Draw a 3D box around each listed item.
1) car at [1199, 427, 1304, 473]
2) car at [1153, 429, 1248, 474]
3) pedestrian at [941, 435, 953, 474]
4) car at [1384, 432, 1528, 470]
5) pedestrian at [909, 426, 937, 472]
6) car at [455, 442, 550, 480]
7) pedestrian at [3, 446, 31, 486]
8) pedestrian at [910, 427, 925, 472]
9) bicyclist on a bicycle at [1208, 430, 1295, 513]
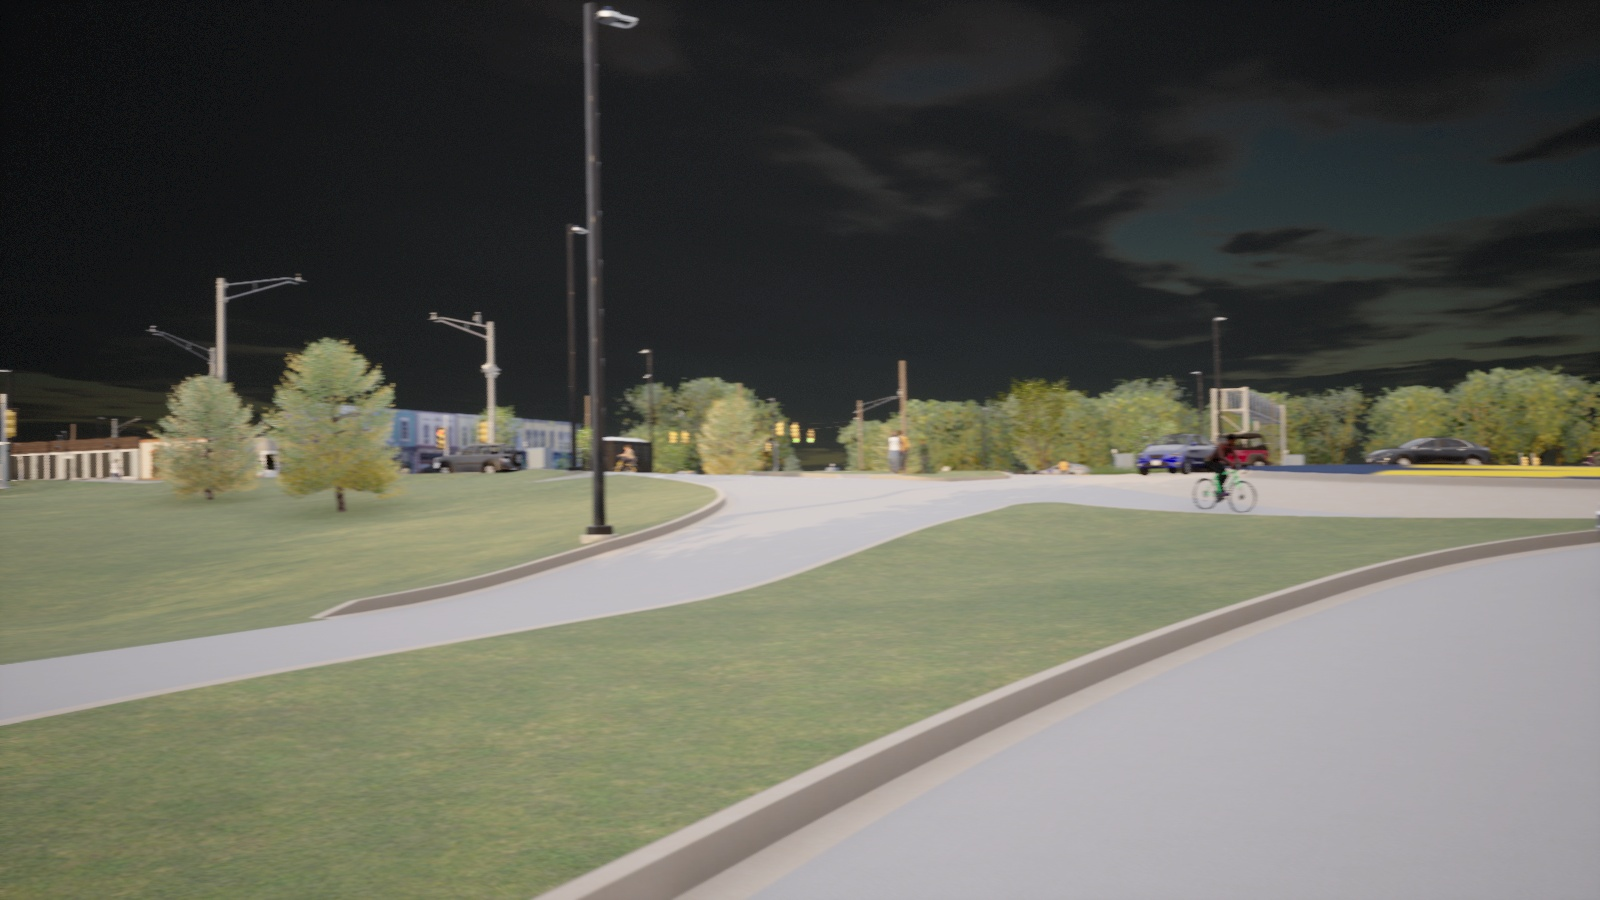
[{"bbox_3d":[19.987,0.030,55.671,3.866,1.878,1.905,0,-4,-7],"label":"car"},{"bbox_3d":[14.327,0.035,44.752,1.816,1.474,4.193,-3,-1,38],"label":"car"},{"bbox_3d":[7.136,0.228,61.021,0.353,1.847,0.614,-3,-3,21],"label":"pedestrian"},{"bbox_3d":[26.658,0.047,51.143,4.892,1.490,1.837,0,-2,0],"label":"car"},{"bbox_3d":[5.178,-0.033,52.884,0.874,1.855,0.900,-3,-3,25],"label":"pedestrian"},{"bbox_3d":[-15.626,0.599,65.925,4.605,1.855,1.932,-2,-2,24],"label":"car"},{"bbox_3d":[-36.372,0.746,58.336,0.899,1.844,0.634,-3,-3,18],"label":"pedestrian"},{"bbox_3d":[4.880,-0.027,52.318,0.354,1.836,0.706,-3,-3,23],"label":"pedestrian"},{"bbox_3d":[9.223,0.410,25.717,0.582,1.620,1.656,1,1,-28],"label":"bicyclist on a bicycle"}]
